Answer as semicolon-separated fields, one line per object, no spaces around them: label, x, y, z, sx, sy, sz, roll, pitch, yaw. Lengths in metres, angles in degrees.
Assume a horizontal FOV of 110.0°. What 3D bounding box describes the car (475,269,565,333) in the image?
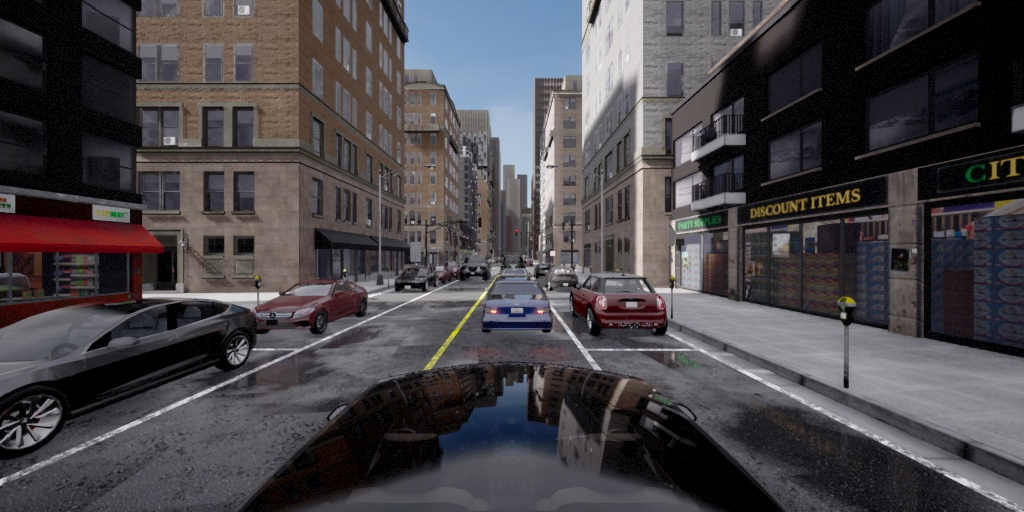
car;0.121;1.297;10.736;2.033;1.411;5.357;0;0;0

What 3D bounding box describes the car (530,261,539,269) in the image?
car;2.929;1.319;32.526;1.948;1.339;4.313;0;0;0

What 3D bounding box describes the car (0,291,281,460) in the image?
car;-5.664;1.316;5.040;1.948;1.339;4.313;0;0;0

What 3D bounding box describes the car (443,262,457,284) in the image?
car;-5.610;1.334;27.045;1.802;1.307;4.207;0;0;0

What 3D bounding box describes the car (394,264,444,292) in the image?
car;-5.624;1.317;21.544;1.948;1.339;4.313;0;0;0

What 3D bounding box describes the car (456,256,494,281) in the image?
car;-2.966;0.976;29.989;2.150;2.045;5.566;0;0;1

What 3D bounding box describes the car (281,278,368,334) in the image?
car;-5.650;1.332;10.542;1.802;1.307;4.207;0;0;0

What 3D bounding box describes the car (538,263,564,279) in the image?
car;2.902;1.301;21.523;2.007;1.370;4.403;0;0;0

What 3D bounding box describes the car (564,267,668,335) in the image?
car;2.875;1.190;10.520;1.967;1.591;4.097;0;0;0

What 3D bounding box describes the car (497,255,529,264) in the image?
car;0.078;0.975;31.273;2.150;2.045;5.566;0;0;-1

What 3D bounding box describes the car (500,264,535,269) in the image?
car;0.145;1.352;21.241;1.895;1.301;4.718;0;0;0
